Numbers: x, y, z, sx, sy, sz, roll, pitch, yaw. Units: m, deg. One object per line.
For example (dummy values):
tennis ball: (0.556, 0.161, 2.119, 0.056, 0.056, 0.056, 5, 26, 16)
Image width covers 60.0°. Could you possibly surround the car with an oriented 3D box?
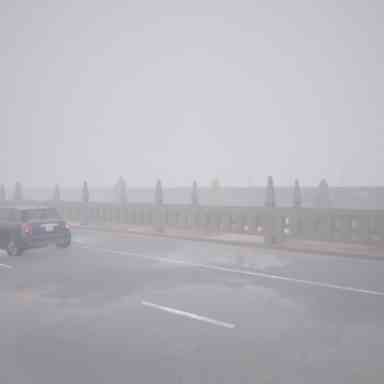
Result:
car: (-6.820, 1.314, 12.956, 4.553, 1.767, 2.097, 0, 0, 34)
